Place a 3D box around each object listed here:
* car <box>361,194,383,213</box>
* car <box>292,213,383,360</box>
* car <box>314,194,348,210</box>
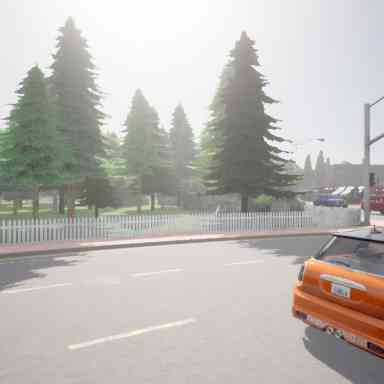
[{"bbox_3d":[19.339,1.277,33.196,2.150,2.045,5.566,0,0,-8],"label":"car"},{"bbox_3d":[3.926,1.352,5.437,4.553,1.767,2.097,0,0,-26],"label":"car"},{"bbox_3d":[17.968,1.277,43.464,2.150,2.045,5.566,0,0,-8],"label":"car"}]
